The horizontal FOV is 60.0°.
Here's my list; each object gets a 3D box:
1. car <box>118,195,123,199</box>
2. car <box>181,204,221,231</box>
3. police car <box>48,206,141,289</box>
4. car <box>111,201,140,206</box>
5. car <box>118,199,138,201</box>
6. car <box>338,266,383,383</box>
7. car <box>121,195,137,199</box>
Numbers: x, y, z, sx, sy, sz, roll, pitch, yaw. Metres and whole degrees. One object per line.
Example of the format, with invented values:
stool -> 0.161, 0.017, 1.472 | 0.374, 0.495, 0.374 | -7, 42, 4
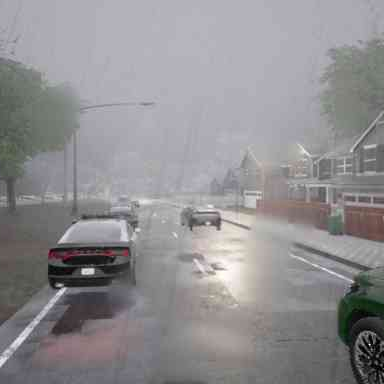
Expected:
car -> -12.460, 1.283, 60.979 | 1.882, 1.535, 5.008 | 0, 0, -16
car -> 0.450, 1.454, 20.289 | 2.128, 1.511, 4.902 | 0, 0, -10
police car -> -2.492, 1.416, 9.354 | 1.930, 1.638, 5.238 | 0, 0, -8
car -> -4.025, 1.473, 19.143 | 1.837, 1.490, 4.892 | 0, 0, -10
car -> -5.081, 1.475, 25.061 | 1.812, 1.442, 4.674 | 0, 0, -11
car -> 3.153, 1.220, 1.872 | 2.150, 2.045, 5.566 | 0, 0, -7
car -> -8.036, 1.480, 44.093 | 1.895, 1.301, 4.718 | 0, 0, -14
